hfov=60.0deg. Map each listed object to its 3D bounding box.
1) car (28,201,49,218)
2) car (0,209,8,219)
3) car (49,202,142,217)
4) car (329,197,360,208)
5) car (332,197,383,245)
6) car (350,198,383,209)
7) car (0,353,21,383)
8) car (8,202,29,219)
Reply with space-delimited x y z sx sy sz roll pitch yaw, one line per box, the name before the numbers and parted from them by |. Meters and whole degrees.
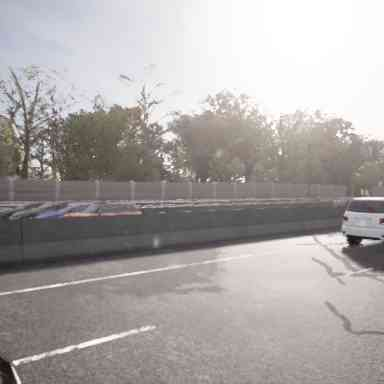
car | -7.009 1.480 20.490 5.008 1.535 1.882 0 0 -36
car | -12.099 1.506 25.414 4.892 1.490 1.837 0 0 -36
car | -4.853 1.355 17.728 4.553 1.767 2.097 0 0 -35
car | 23.338 1.541 50.698 4.902 1.511 2.128 0 0 -35
car | 8.689 1.232 14.253 5.566 2.045 2.150 0 0 -35
car | 25.002 1.597 47.586 5.357 1.411 2.033 0 0 -35
car | -3.384 1.490 1.332 4.902 1.511 2.128 0 0 -36
car | -9.630 1.506 22.920 4.892 1.490 1.837 0 0 -36
